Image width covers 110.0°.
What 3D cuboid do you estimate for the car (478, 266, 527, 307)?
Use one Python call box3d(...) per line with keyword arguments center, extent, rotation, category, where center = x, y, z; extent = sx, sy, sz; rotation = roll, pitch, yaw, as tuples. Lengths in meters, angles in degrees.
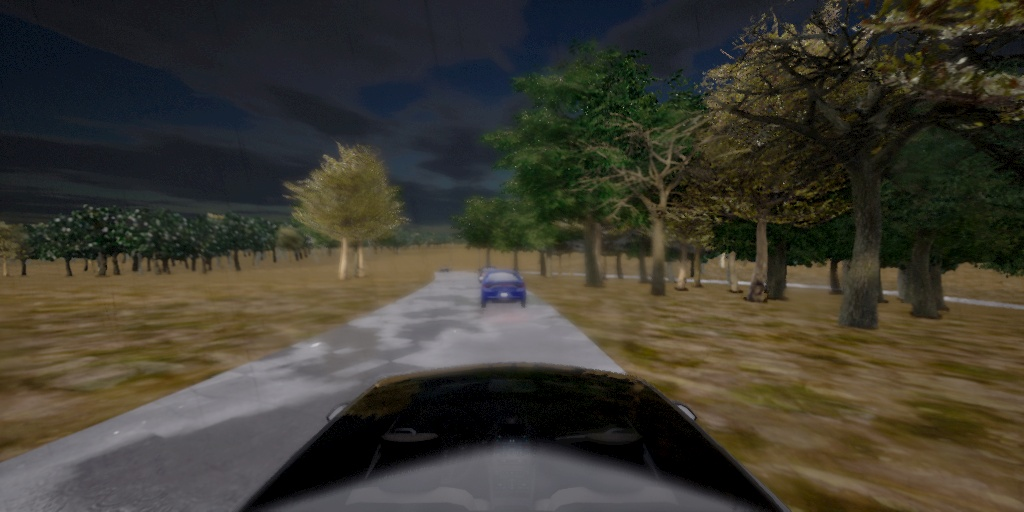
box3d(center=(-0.456, 1.374, 16.471), extent=(1.882, 1.535, 5.008), rotation=(0, 0, -4), category="car")
